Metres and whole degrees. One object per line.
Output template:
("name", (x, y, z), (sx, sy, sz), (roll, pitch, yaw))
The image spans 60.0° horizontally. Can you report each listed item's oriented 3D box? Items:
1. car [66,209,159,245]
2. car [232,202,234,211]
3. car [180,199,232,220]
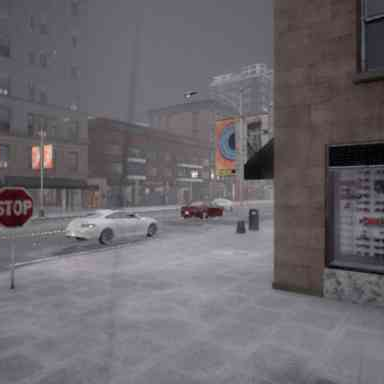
("car", (-3.557, 1.507, 15.555), (1.812, 1.442, 4.674), (0, 0, 35))
("car", (2.929, 1.467, 36.221), (1.812, 1.442, 4.674), (0, 0, 36))
("car", (1.053, 1.436, 27.645), (1.882, 1.535, 5.008), (0, 0, 35))
